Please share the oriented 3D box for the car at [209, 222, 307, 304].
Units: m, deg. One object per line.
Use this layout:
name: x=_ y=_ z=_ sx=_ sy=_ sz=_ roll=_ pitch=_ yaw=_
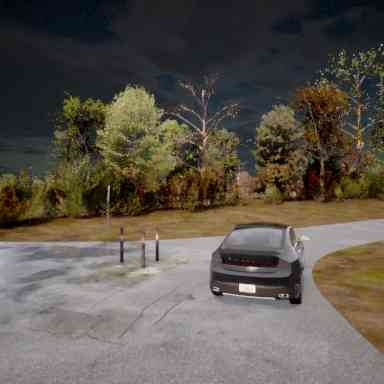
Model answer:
car: x=1.811 y=1.504 z=8.337 sx=1.837 sy=1.490 sz=4.892 roll=0 pitch=0 yaw=19
